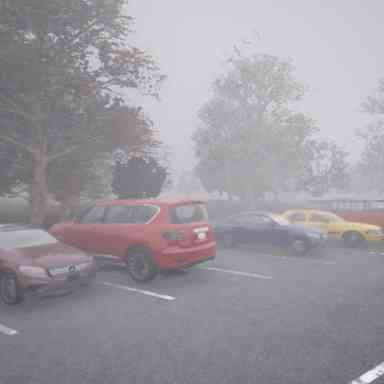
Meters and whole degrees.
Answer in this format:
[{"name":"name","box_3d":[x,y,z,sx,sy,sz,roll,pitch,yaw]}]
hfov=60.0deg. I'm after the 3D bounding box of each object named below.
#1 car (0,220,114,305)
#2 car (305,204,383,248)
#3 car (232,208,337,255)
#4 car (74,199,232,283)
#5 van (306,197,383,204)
[{"name":"car","box_3d":[-4.346,1.523,8.103,4.674,1.452,2.002,-1,-1,34]},{"name":"car","box_3d":[5.557,1.465,14.784,5.366,1.575,1.946,-1,-1,35]},{"name":"car","box_3d":[2.956,1.512,13.209,4.674,1.452,2.002,-1,-1,35]},{"name":"car","box_3d":[-1.947,1.228,9.828,5.566,2.045,2.435,-1,0,35]},{"name":"van","box_3d":[7.954,1.242,16.501,4.442,1.987,1.878,-1,-1,36]}]
